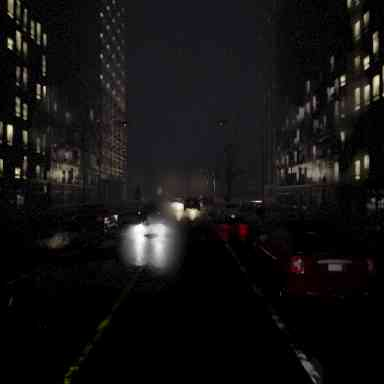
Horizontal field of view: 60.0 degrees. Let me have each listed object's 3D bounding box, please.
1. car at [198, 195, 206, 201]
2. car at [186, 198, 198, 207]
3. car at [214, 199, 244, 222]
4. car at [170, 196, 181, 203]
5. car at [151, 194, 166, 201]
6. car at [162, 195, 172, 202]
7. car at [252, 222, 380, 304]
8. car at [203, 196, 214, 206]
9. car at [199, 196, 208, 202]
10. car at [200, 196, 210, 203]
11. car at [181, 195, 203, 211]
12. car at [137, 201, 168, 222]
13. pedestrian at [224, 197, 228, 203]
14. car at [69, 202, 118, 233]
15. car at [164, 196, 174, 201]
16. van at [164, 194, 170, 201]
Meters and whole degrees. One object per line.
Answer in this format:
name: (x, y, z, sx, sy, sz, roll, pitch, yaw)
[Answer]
car: (2.678, 1.582, 87.875, 2.008, 1.369, 4.403, 0, 0, 0)
car: (-0.009, 1.625, 53.747, 1.895, 1.301, 4.718, 0, 0, 0)
car: (2.995, 1.541, 26.523, 1.812, 1.442, 4.674, 0, 0, 0)
car: (-3.016, 1.557, 67.421, 1.812, 1.442, 4.674, 0, 0, 0)
car: (-5.696, 1.549, 53.567, 1.752, 1.417, 4.829, 0, 0, 0)
car: (-5.700, 1.469, 76.506, 1.967, 1.590, 4.097, 0, 0, 0)
car: (2.693, 1.446, 8.187, 1.967, 1.590, 4.097, 0, 0, 0)
car: (2.685, 1.464, 53.723, 1.967, 1.590, 4.097, 0, 0, 0)
car: (2.680, 1.574, 76.491, 1.887, 1.381, 4.507, 0, 0, 0)
car: (2.681, 1.579, 70.799, 2.008, 1.369, 4.403, 0, 0, 0)
car: (0.019, 1.372, 41.701, 2.097, 1.767, 4.553, 0, 0, 0)
car: (-3.105, 1.615, 26.334, 1.895, 1.301, 4.718, 0, 0, 0)
pedestrian: (2.994, 1.310, 29.364, 0.375, 1.860, 0.375, 0, 0, -2)
car: (-5.690, 1.451, 19.584, 1.967, 1.590, 4.097, 0, 0, 0)
car: (-5.702, 1.581, 82.199, 2.008, 1.369, 4.403, 0, 0, 0)
van: (-5.698, 1.368, 65.122, 1.690, 1.788, 3.998, 0, 0, 0)
